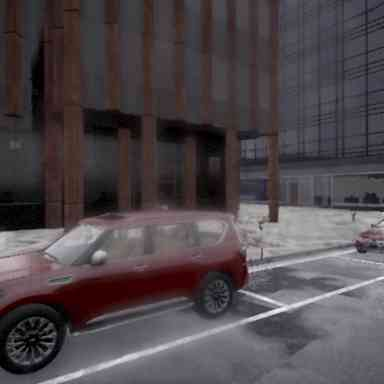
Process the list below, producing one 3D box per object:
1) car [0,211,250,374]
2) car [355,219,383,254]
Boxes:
[{"bbox_3d":[-1.204,1.309,5.790,5.009,1.841,2.192,0,0,-35],"label":"car"},{"bbox_3d":[7.653,1.546,12.102,4.206,1.307,1.802,0,0,-35],"label":"car"}]
